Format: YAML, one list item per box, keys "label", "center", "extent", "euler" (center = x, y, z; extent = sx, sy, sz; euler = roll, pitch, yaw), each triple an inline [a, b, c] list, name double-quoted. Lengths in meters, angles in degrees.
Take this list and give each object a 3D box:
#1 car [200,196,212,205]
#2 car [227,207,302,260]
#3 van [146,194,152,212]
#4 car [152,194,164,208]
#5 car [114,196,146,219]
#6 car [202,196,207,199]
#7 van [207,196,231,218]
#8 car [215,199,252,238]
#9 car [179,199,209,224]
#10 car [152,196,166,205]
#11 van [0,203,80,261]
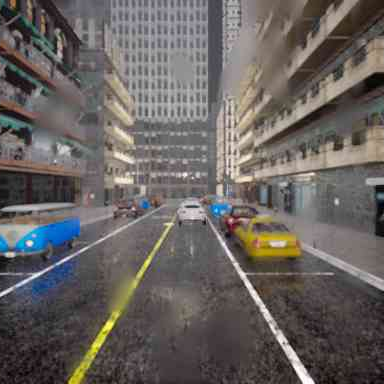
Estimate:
- label: "car"
  center: [2.370, 1.380, 56.490]
  extent: [1.752, 1.417, 4.829]
  euler: [-1, 0, 0]
- label: "car"
  center: [2.519, 1.494, 12.097]
  extent: [1.752, 1.417, 4.829]
  euler: [-1, 0, 0]
- label: "van"
  center: [-5.437, 1.261, 34.077]
  extent: [1.690, 1.788, 3.998]
  euler: [-1, 0, 0]
- label: "car"
  center: [-5.475, 1.206, 45.175]
  extent: [2.192, 1.841, 5.009]
  euler: [-1, 0, 0]
- label: "car"
  center: [-5.418, 1.374, 28.528]
  extent: [1.967, 1.590, 4.097]
  euler: [-1, 0, 0]
- label: "car"
  center: [2.389, 1.415, 50.770]
  extent: [1.887, 1.381, 4.507]
  euler: [-1, 0, 0]
- label: "van"
  center: [2.461, 1.269, 28.574]
  extent: [1.690, 1.788, 3.998]
  euler: [-1, 0, 0]
- label: "car"
  center: [2.500, 1.396, 17.476]
  extent: [1.967, 1.590, 4.097]
  euler: [-1, 0, 0]
- label: "car"
  center: [0.019, 1.467, 24.003]
  extent: [1.812, 1.442, 4.674]
  euler: [0, 0, 0]
- label: "car"
  center: [-5.509, 1.406, 56.274]
  extent: [1.887, 1.381, 4.507]
  euler: [-1, 0, 0]
- label: "van"
  center: [-5.363, 1.316, 11.881]
  extent: [1.690, 1.788, 3.998]
  euler: [-1, 0, 0]
